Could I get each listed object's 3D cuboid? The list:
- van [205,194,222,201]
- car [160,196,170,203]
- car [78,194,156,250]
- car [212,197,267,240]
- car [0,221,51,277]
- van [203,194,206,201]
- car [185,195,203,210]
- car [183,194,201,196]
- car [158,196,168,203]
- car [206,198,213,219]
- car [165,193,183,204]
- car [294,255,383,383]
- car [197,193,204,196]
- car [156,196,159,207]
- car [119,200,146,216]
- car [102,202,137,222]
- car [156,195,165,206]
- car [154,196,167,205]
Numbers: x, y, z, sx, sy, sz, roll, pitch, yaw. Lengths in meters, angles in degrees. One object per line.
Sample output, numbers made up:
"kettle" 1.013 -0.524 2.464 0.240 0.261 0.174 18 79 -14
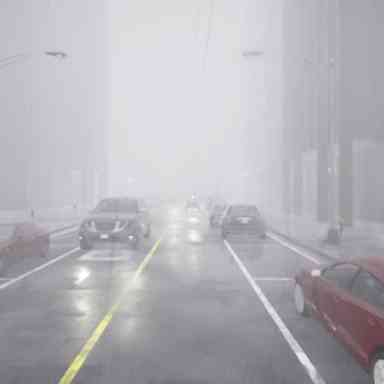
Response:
"van" 2.762 1.322 38.276 1.690 1.788 3.998 0 0 0
"car" -5.763 1.555 71.969 1.802 1.307 4.206 0 0 0
"car" -3.101 1.214 14.525 2.150 2.045 5.566 0 0 0
"car" 2.390 1.344 17.212 2.097 1.767 4.553 0 0 0
"car" -5.763 1.576 10.167 1.802 1.307 4.206 0 0 0
"van" 2.762 1.320 43.894 1.690 1.788 3.998 0 0 0
"car" 0.068 1.526 43.660 2.033 1.411 5.357 0 0 0
"car" 0.001 1.467 56.142 2.128 1.511 4.902 0 0 0
"car" -5.762 1.556 66.350 1.802 1.307 4.206 0 0 0
"car" 2.762 1.534 32.657 2.008 1.369 4.403 0 0 0
"car" -3.000 1.186 55.059 1.895 1.301 4.718 0 0 0
"car" 2.762 1.542 4.563 1.887 1.381 4.507 0 0 0
"car" 2.762 1.288 71.988 2.192 1.841 5.009 0 0 0
"car" -5.763 1.561 43.877 1.802 1.307 4.206 0 0 0
"car" -5.763 1.549 32.640 1.947 1.339 4.313 0 0 0
"car" -5.763 1.530 27.022 1.887 1.381 4.507 0 0 0
"car" -5.763 1.292 49.495 2.192 1.841 5.009 0 0 0
"car" -5.763 1.519 60.732 1.887 1.381 4.507 0 0 0
